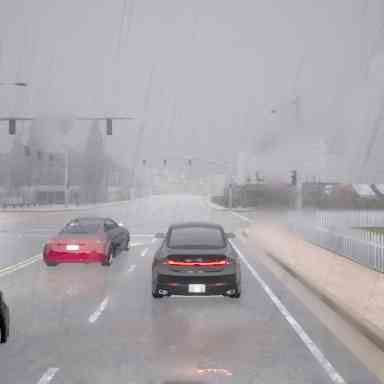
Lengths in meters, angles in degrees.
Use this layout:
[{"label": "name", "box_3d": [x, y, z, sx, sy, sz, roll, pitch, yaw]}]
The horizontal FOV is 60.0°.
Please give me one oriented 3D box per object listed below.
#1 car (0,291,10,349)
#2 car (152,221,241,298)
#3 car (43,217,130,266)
[{"label": "car", "box_3d": [-3.408, 1.492, 2.609, 2.128, 1.511, 4.902, 0, 0, 0]}, {"label": "car", "box_3d": [0.088, 1.505, 8.478, 1.837, 1.490, 4.892, 0, 0, 0]}, {"label": "car", "box_3d": [-3.416, 1.564, 11.517, 1.994, 1.385, 4.181, 0, 0, 0]}]
